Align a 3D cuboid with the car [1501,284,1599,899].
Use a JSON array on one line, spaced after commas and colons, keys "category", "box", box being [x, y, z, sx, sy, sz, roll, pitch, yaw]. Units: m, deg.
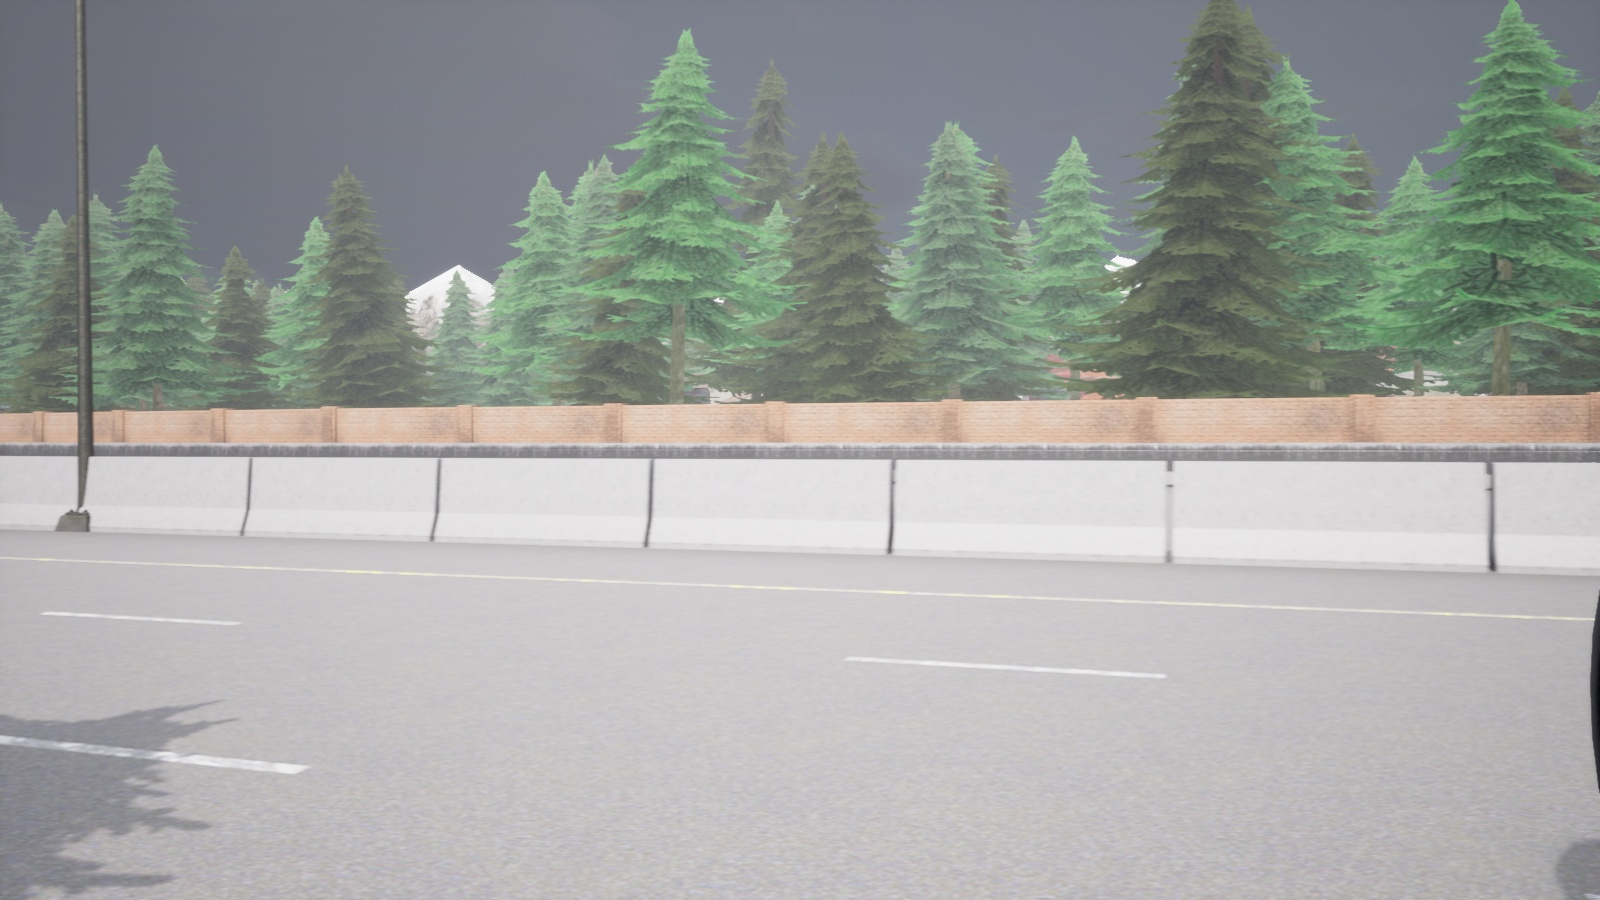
[{"category": "car", "box": [3.507, 0.603, 2.010, 3.866, 1.878, 1.905, 1, 1, 19]}]
